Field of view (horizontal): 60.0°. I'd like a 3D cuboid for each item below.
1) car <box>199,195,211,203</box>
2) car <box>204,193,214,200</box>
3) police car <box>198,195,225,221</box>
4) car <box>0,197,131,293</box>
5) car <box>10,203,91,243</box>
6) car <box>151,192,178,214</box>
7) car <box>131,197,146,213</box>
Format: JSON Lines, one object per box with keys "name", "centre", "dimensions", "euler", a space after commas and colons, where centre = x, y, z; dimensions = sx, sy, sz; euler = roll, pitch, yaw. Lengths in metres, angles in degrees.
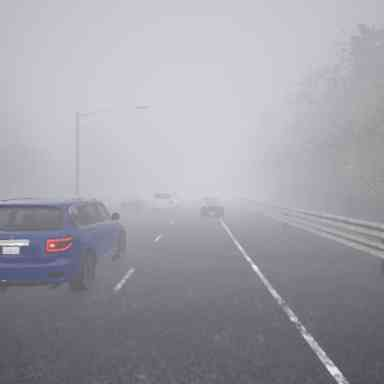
{"name": "car", "centre": [2.390, 1.218, 59.967], "dimensions": [1.812, 1.442, 4.674], "euler": [0, 0, 5]}
{"name": "car", "centre": [3.949, 1.012, 77.302], "dimensions": [2.033, 1.411, 5.357], "euler": [0, 0, 6]}
{"name": "police car", "centre": [1.524, 1.280, 25.915], "dimensions": [1.930, 1.638, 5.238], "euler": [0, 0, 2]}
{"name": "car", "centre": [-3.322, 1.168, 8.875], "dimensions": [2.150, 2.045, 5.566], "euler": [0, 0, 1]}
{"name": "car", "centre": [-6.682, 1.407, 16.450], "dimensions": [1.837, 1.490, 4.892], "euler": [0, 0, 1]}
{"name": "car", "centre": [-2.632, 1.037, 33.016], "dimensions": [2.150, 2.045, 5.566], "euler": [0, 0, 3]}
{"name": "car", "centre": [-6.058, 1.283, 34.678], "dimensions": [1.882, 1.535, 5.008], "euler": [0, 0, 3]}
